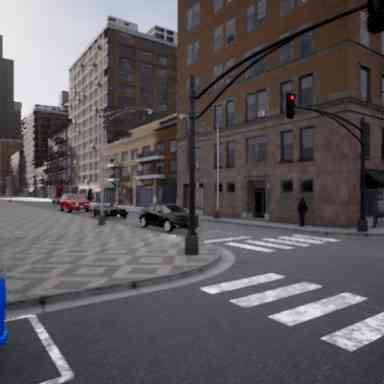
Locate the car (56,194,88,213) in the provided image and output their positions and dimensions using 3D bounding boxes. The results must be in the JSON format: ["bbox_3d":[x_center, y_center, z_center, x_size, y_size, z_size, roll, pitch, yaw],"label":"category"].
[{"bbox_3d":[-13.050,1.204,36.994,2.150,2.045,5.566,0,0,-35],"label":"car"}]

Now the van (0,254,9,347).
[{"bbox_3d":[-4.265,1.340,3.725,3.998,1.788,1.690,0,0,-35],"label":"van"}]

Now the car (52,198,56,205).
[{"bbox_3d":[-21.934,1.546,55.339,1.895,1.301,4.718,0,0,-35],"label":"car"}]

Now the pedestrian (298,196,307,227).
[{"bbox_3d":[6.493,1.132,19.595,0.375,1.860,0.375,0,0,-35],"label":"pedestrian"}]

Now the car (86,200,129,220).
[{"bbox_3d":[-7.095,1.585,28.331,1.895,1.301,4.718,0,0,-35],"label":"car"}]

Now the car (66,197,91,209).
[{"bbox_3d":[-16.099,1.465,46.961,2.128,1.511,4.902,0,0,-34],"label":"car"}]

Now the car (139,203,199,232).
[{"bbox_3d":[-1.477,1.460,20.167,1.882,1.535,5.008,0,0,-34],"label":"car"}]
